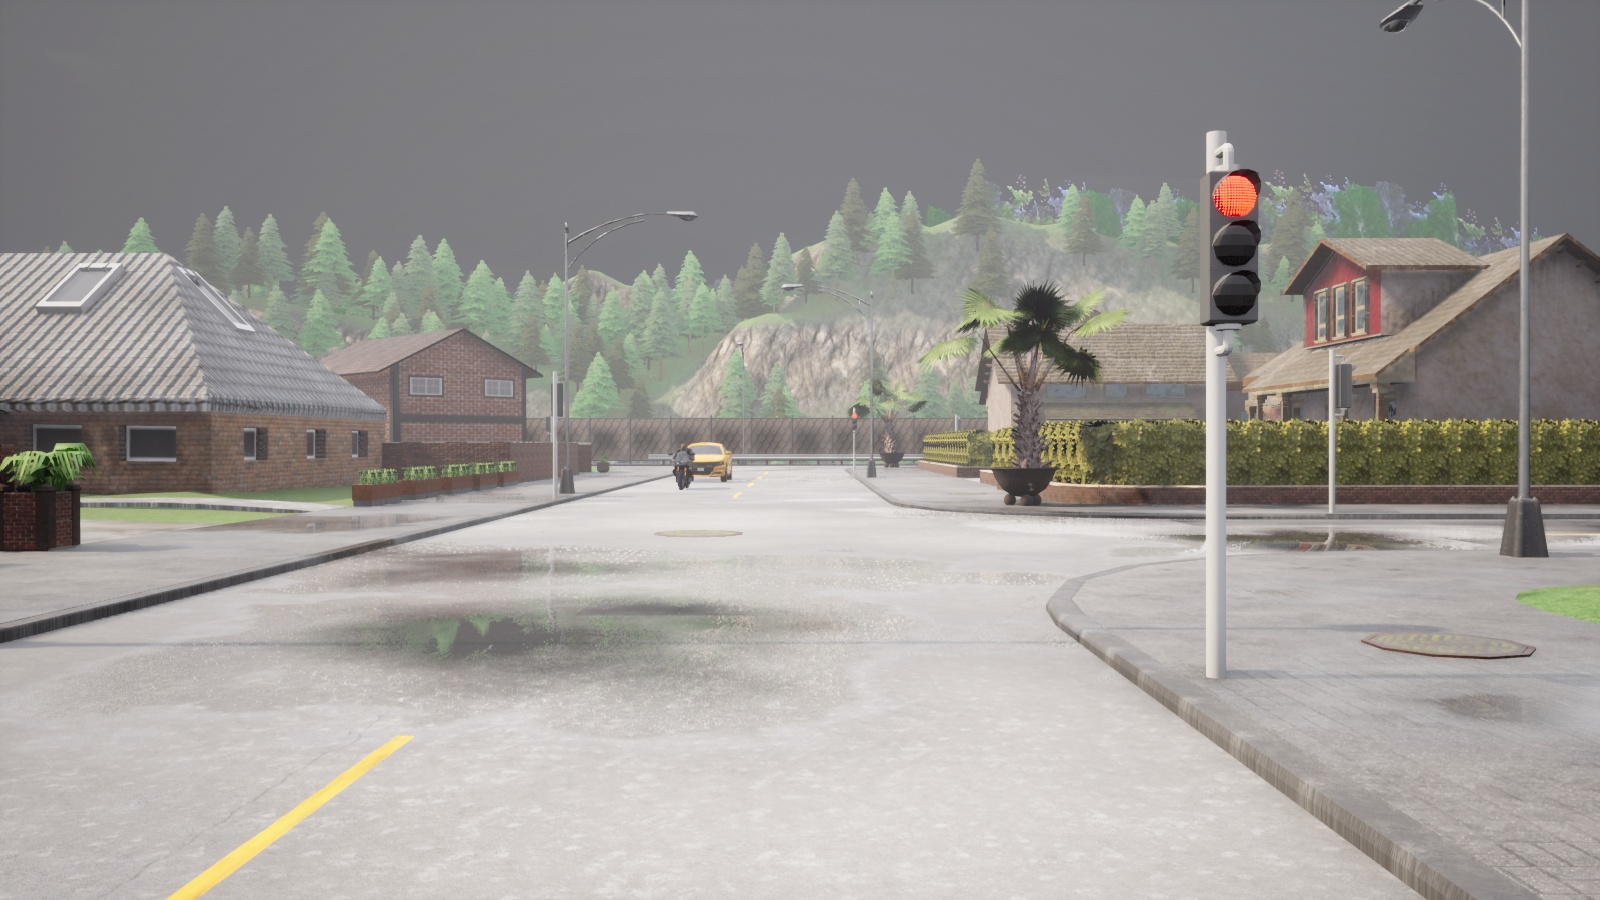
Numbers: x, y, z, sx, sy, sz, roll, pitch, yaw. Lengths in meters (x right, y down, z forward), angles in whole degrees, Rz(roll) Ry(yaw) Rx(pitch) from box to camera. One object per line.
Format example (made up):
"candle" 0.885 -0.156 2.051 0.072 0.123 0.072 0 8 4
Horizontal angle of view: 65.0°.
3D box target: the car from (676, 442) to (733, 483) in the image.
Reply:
"car" -3.719 0.441 49.599 1.882 1.535 5.008 0 0 0

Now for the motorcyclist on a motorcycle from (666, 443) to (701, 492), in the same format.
"motorcyclist on a motorcycle" -3.752 0.549 40.550 0.866 1.530 2.191 0 0 1
